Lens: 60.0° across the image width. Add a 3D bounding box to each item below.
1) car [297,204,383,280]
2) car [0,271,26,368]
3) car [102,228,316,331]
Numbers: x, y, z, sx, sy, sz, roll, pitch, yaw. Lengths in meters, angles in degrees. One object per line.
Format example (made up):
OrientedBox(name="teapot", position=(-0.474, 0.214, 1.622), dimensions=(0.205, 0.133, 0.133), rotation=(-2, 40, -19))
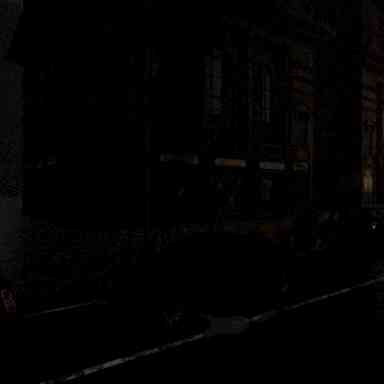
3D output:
OrientedBox(name="car", position=(4.919, 1.314, 10.146), dimensions=(5.009, 1.841, 2.192), rotation=(0, 0, -35))
OrientedBox(name="car", position=(-4.207, 1.440, 3.646), dimensions=(4.097, 1.590, 1.967), rotation=(0, 0, -35))
OrientedBox(name="car", position=(0.355, 1.565, 6.896), dimensions=(4.313, 1.339, 1.947), rotation=(0, 0, -35))
